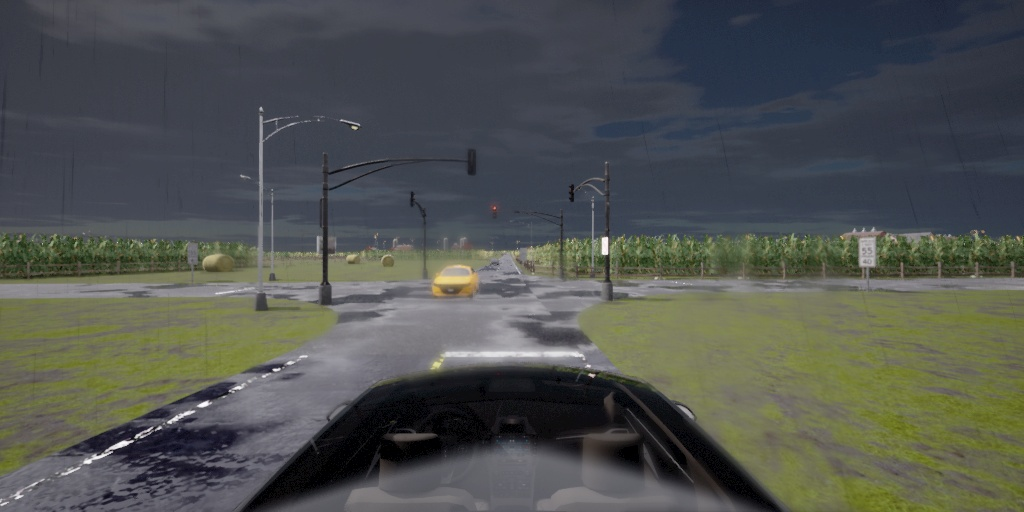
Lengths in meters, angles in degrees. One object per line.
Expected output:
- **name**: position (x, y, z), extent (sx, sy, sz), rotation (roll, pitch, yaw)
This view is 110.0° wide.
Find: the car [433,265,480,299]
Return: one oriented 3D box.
- **car**: position (-2.719, 1.233, 18.219), extent (1.882, 1.535, 5.008), rotation (0, 0, -1)
